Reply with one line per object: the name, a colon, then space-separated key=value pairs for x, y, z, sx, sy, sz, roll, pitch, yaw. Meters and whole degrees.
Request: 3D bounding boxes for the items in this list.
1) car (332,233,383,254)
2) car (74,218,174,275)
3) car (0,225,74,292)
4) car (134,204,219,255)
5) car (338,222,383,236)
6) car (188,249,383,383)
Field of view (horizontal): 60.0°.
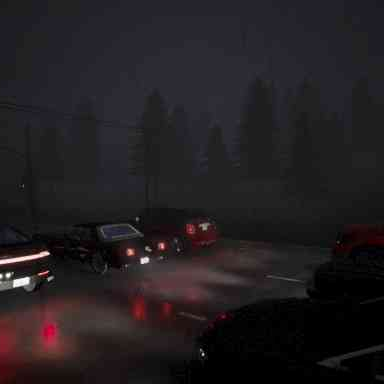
car: x=4.353 y=1.601 z=5.191 sx=4.718 sy=1.301 sz=1.895 roll=0 pitch=0 yaw=35
car: x=-3.076 y=1.601 z=10.474 sx=4.718 sy=1.301 sz=1.895 roll=0 pitch=0 yaw=37
car: x=-5.205 y=1.492 z=7.698 sx=4.902 sy=1.511 sz=2.128 roll=0 pitch=0 yaw=35
car: x=-1.256 y=1.352 z=13.480 sx=4.553 sy=1.767 sz=2.097 roll=0 pitch=0 yaw=36
car: x=6.413 y=1.221 z=8.020 sx=5.566 sy=2.045 sz=2.150 roll=0 pitch=0 yaw=35
car: x=2.199 y=1.492 z=2.408 sx=4.902 sy=1.511 sz=2.128 roll=0 pitch=0 yaw=36
